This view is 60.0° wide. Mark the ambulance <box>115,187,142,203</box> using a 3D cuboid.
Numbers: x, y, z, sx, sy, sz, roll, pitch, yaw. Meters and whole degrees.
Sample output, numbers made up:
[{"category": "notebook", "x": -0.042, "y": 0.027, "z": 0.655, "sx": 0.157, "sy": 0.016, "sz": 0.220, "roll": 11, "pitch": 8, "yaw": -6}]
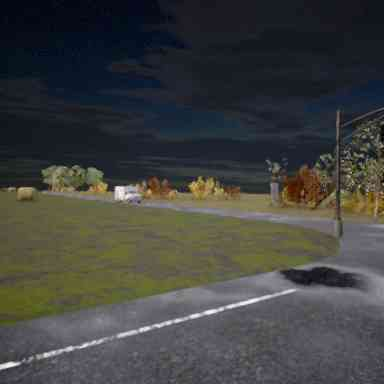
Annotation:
[{"category": "ambulance", "x": -9.837, "y": 0.424, "z": 51.522, "sx": 2.351, "sy": 2.431, "sz": 6.366, "roll": 2, "pitch": 0, "yaw": -32}]
